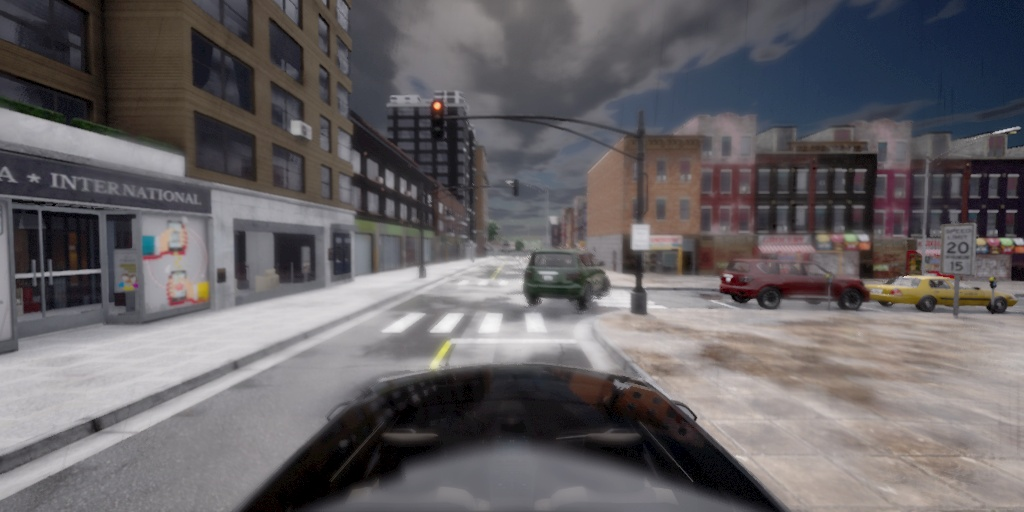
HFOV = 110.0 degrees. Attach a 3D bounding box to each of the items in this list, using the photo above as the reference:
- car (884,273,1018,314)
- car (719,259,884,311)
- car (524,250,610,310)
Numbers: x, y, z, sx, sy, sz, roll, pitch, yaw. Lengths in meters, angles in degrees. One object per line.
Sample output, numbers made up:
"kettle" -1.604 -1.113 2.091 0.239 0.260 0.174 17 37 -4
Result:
"car" 16.571 1.369 14.037 4.829 1.417 1.751 0 0 0
"car" 10.856 1.056 14.074 5.009 1.841 2.192 0 0 0
"car" 2.298 0.776 14.085 2.150 2.045 5.566 1 1 24
